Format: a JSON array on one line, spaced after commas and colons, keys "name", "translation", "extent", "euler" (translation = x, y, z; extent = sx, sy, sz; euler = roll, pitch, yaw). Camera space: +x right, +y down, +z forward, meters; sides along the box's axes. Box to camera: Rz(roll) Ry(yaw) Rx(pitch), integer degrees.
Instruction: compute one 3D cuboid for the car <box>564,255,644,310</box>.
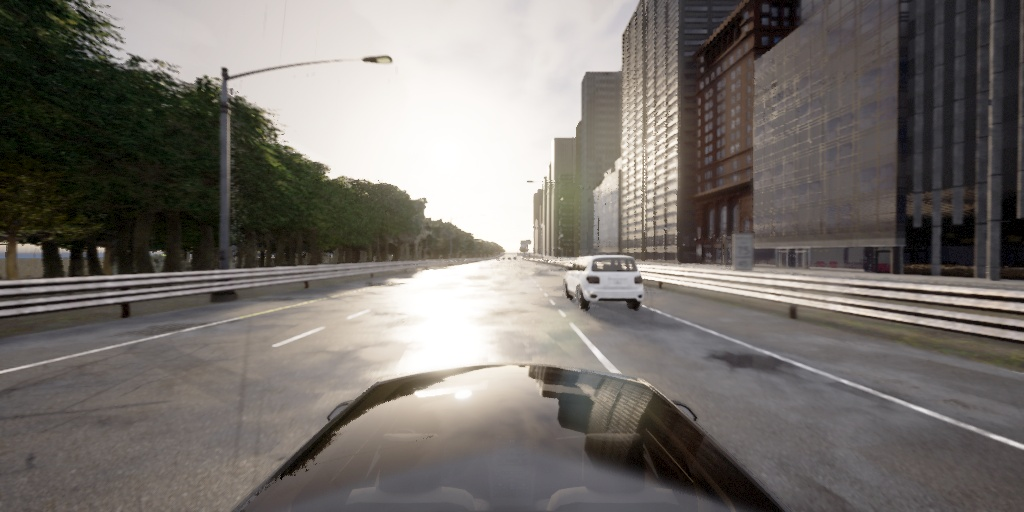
[{"name": "car", "translation": [3.556, 0.983, 14.806], "extent": [2.150, 2.045, 5.566], "euler": [0, 0, 0]}]
